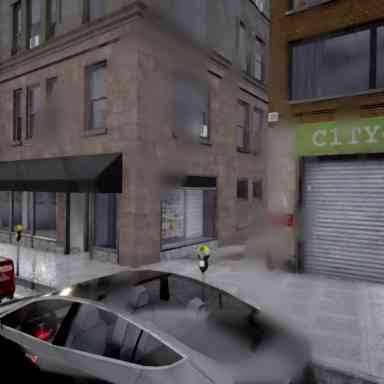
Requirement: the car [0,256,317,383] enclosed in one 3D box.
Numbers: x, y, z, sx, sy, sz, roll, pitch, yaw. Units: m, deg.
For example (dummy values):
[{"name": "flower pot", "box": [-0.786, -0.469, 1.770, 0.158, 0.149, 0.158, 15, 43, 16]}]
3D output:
[{"name": "car", "box": [-0.903, 1.565, 3.596, 4.313, 1.339, 1.947, 0, 1, 35]}]
